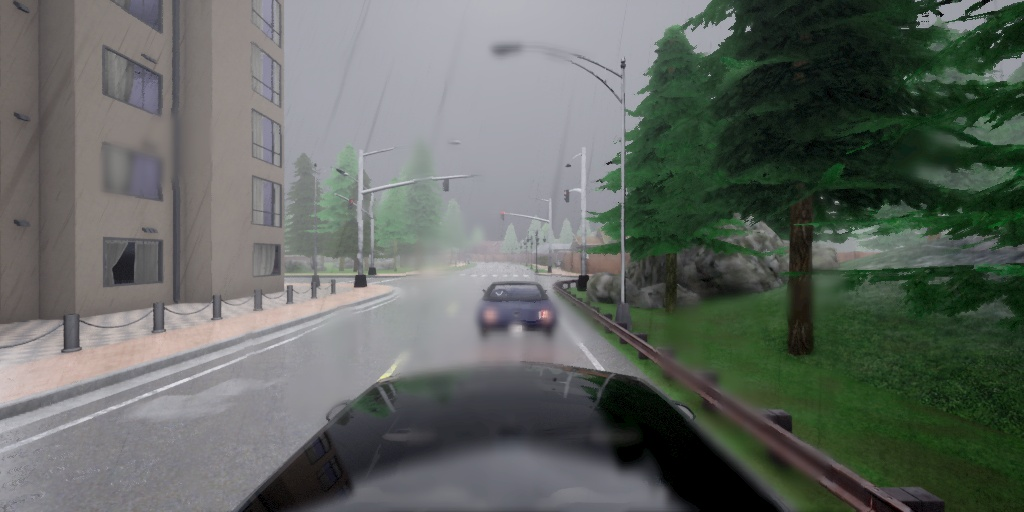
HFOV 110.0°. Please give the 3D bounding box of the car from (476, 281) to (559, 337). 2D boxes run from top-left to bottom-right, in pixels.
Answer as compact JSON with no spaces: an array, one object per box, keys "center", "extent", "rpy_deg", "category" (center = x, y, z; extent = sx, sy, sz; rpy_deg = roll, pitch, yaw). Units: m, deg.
[{"center":[0.105,1.351,10.228],"extent":[1.895,1.301,4.718],"rpy_deg":[0,0,-1],"category":"car"}]
